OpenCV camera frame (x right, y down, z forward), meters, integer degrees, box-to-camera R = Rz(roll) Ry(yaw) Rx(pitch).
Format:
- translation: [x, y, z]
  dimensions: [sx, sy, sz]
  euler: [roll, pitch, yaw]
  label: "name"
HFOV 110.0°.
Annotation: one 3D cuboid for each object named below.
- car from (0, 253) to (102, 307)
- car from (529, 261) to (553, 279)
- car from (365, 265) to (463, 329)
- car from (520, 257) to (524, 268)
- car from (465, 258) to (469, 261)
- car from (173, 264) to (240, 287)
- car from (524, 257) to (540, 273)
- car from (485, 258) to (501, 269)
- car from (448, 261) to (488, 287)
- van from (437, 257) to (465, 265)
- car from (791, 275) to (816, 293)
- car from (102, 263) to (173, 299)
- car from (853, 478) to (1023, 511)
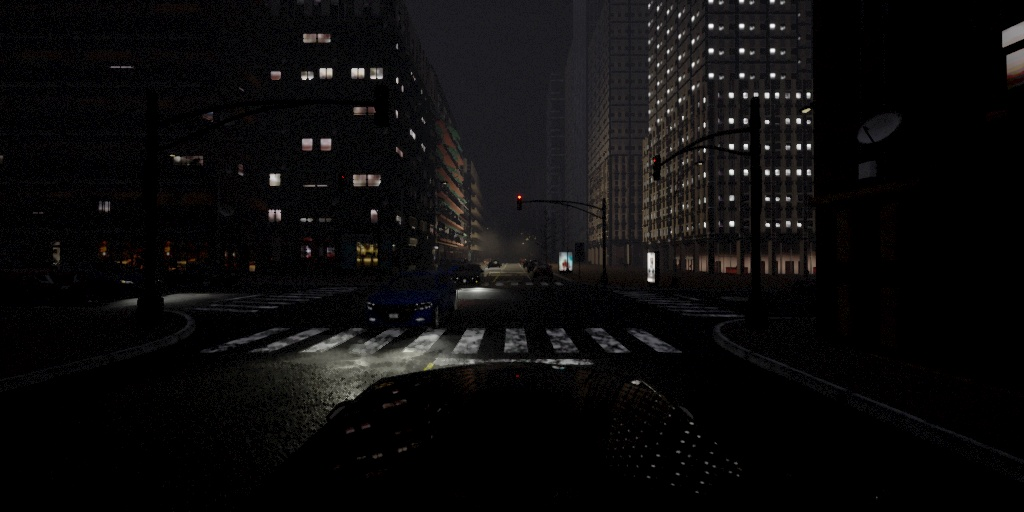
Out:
- translation: [-18.745, 0.784, 13.005]
  dimensions: [5.009, 1.841, 2.192]
  euler: [0, 0, 0]
  label: "car"
- translation: [2.766, 1.344, 32.507]
  dimensions: [1.802, 1.307, 4.207]
  euler: [0, 0, 0]
  label: "car"
- translation: [-2.976, 1.232, 11.513]
  dimensions: [1.882, 1.535, 5.008]
  euler: [0, 0, 0]
  label: "car"
- translation: [2.831, 1.222, 60.145]
  dimensions: [1.967, 1.591, 4.097]
  euler: [0, 0, 0]
  label: "car"
- translation: [-5.602, 1.080, 38.056]
  dimensions: [2.192, 1.841, 5.009]
  euler: [0, 0, 0]
  label: "car"
- translation: [-18.747, 1.104, 21.386]
  dimensions: [4.313, 1.339, 1.948]
  euler: [0, 0, 0]
  label: "car"
- translation: [2.792, 1.208, 43.563]
  dimensions: [1.967, 1.591, 4.097]
  euler: [0, 0, 0]
  label: "car"
- translation: [-2.865, 1.319, 58.641]
  dimensions: [1.994, 1.385, 4.181]
  euler: [0, 0, 0]
  label: "car"
- translation: [-2.944, 1.302, 24.806]
  dimensions: [1.837, 1.490, 4.892]
  euler: [0, 0, 0]
  label: "car"
- translation: [-5.616, 1.103, 32.528]
  dimensions: [1.690, 1.789, 3.998]
  euler: [0, 0, 0]
  label: "van"
- translation: [19.441, 1.644, 21.698]
  dimensions: [4.403, 1.370, 2.007]
  euler: [0, 0, 0]
  label: "car"
- translation: [-18.120, 1.026, 15.623]
  dimensions: [4.674, 1.442, 1.812]
  euler: [1, 0, 0]
  label: "car"
- translation: [2.688, 1.315, 0.102]
  dimensions: [1.948, 1.339, 4.313]
  euler: [0, 0, 0]
  label: "car"
